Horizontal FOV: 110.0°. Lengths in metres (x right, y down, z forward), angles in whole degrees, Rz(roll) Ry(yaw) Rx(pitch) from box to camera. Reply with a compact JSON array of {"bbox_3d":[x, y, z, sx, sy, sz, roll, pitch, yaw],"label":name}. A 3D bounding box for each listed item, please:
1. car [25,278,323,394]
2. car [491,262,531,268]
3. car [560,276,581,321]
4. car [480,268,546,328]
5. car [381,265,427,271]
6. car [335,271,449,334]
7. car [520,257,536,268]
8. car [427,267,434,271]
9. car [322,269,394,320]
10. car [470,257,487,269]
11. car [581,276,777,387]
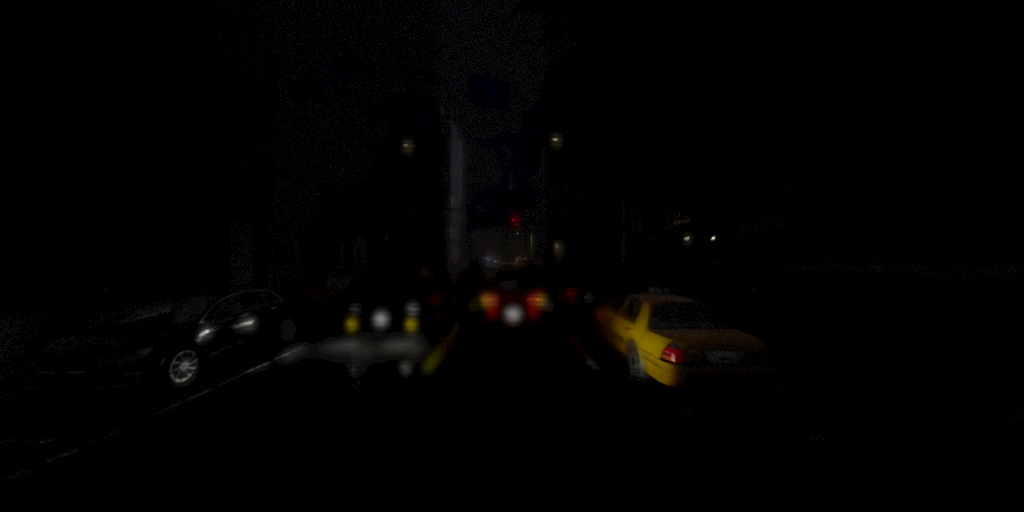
[{"bbox_3d":[-5.776,1.307,6.756,2.007,1.370,4.403,0,0,0],"label":"car"},{"bbox_3d":[-0.040,1.276,20.937,1.837,1.490,4.892,0,0,0],"label":"car"},{"bbox_3d":[2.732,1.326,12.242,1.948,1.339,4.313,0,0,0],"label":"car"},{"bbox_3d":[0.037,1.286,11.326,1.812,1.442,4.674,0,0,0],"label":"car"},{"bbox_3d":[-5.810,1.209,17.670,1.967,1.591,4.097,0,0,0],"label":"car"},{"bbox_3d":[-3.116,1.324,10.538,1.994,1.385,4.181,0,0,0],"label":"car"},{"bbox_3d":[2.598,1.257,55.123,1.967,1.591,4.097,0,0,0],"label":"car"},{"bbox_3d":[-5.826,1.301,22.957,1.751,1.417,4.829,0,0,0],"label":"car"},{"bbox_3d":[-5.793,1.308,12.213,1.888,1.381,4.507,0,0,0],"label":"car"},{"bbox_3d":[-5.944,1.143,60.534,2.192,1.841,5.009,0,0,0],"label":"car"},{"bbox_3d":[2.749,1.280,6.955,1.751,1.417,4.829,0,0,0],"label":"car"}]
